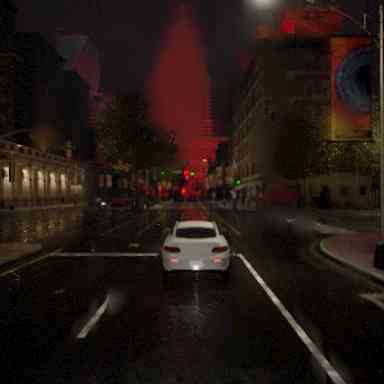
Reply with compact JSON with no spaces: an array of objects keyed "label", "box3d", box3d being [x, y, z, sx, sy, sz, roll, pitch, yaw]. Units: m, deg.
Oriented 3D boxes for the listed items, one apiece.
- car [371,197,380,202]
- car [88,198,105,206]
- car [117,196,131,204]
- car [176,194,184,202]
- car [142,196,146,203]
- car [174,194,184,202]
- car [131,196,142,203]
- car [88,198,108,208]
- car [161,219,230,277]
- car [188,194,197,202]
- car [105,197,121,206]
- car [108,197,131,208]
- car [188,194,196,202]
[{"label":"car","box3d":[34.532,1.750,64.661,2.231,1.521,4.892,0,0,0]},{"label":"car","box3d":[-18.165,1.855,63.335,1.895,1.301,4.718,0,0,0]},{"label":"car","box3d":[-14.902,1.779,73.216,1.882,1.535,5.008,0,0,0]},{"label":"car","box3d":[-3.376,1.609,92.961,2.150,2.045,5.566,0,0,0]},{"label":"car","box3d":[-11.402,1.657,73.243,2.097,1.767,4.553,0,0,0]},{"label":"car","box3d":[-3.388,1.898,83.807,1.994,1.385,4.181,0,0,0]},{"label":"car","box3d":[-11.435,1.807,63.022,2.033,1.411,5.357,0,0,1]},{"label":"car","box3d":[-15.012,1.766,53.262,2.033,1.411,5.357,0,0,0]},{"label":"car","box3d":[0.106,1.568,10.290,1.812,1.442,4.674,0,0,0]},{"label":"car","box3d":[0.112,1.700,83.422,2.097,1.767,4.553,0,0,0]},{"label":"car","box3d":[-14.932,1.763,62.801,1.837,1.490,4.892,0,0,1]},{"label":"car","box3d":[-11.513,1.697,53.209,1.882,1.535,5.008,0,0,0]},{"label":"car","box3d":[0.124,1.608,92.821,2.150,2.045,5.566,0,0,0]}]
